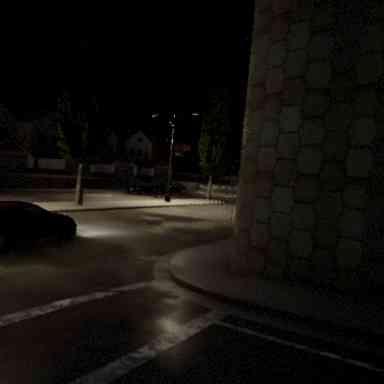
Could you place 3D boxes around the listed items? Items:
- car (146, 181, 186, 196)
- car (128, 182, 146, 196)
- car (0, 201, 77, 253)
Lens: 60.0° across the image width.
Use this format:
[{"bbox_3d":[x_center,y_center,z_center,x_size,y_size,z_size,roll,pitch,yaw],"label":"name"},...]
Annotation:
[{"bbox_3d":[-2.516,-0.416,37.363,1.837,1.490,4.892,7,3,34],"label":"car"},{"bbox_3d":[-5.421,-0.443,39.343,2.128,1.511,4.902,7,3,34],"label":"car"},{"bbox_3d":[-5.968,1.041,11.433,1.812,1.442,4.674,5,1,17],"label":"car"}]
